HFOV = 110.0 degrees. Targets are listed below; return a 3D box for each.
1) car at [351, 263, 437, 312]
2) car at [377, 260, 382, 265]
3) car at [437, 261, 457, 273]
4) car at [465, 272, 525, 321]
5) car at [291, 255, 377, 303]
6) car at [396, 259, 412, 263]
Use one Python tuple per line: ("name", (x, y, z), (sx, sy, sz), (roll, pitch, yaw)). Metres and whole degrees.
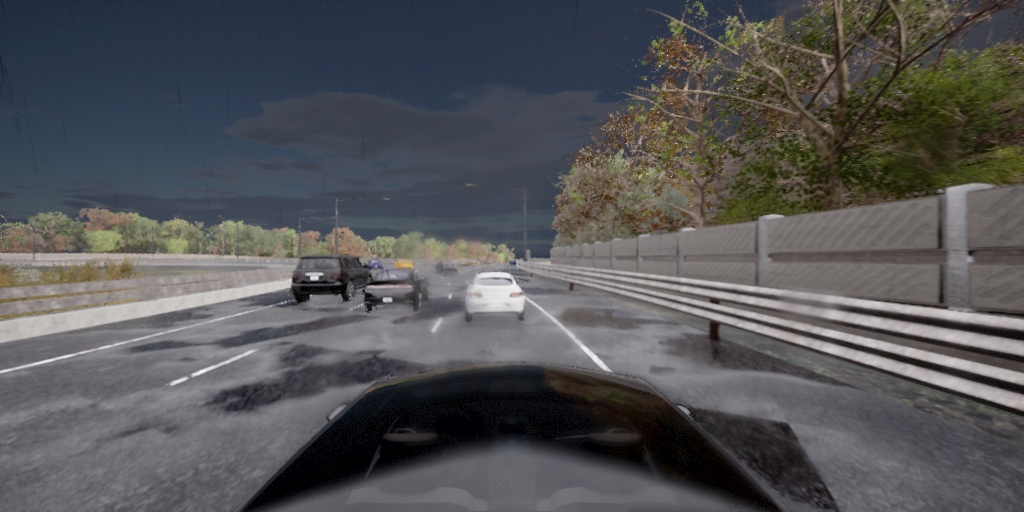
("car", (-4.379, 1.228, 14.192), (2.128, 1.511, 4.902), (0, 0, -7))
("car", (-19.429, 1.232, 50.607), (1.812, 1.442, 4.674), (0, 0, -27))
("car", (-7.798, 1.233, 42.087), (2.033, 1.411, 5.357), (0, 0, -22))
("car", (-0.634, 1.254, 12.333), (1.812, 1.442, 4.674), (0, 0, -5))
("car", (-8.239, 0.965, 16.889), (2.150, 2.045, 5.566), (0, 0, -8))
("car", (-15.175, 1.171, 49.951), (1.882, 1.535, 5.008), (0, 0, -26))
